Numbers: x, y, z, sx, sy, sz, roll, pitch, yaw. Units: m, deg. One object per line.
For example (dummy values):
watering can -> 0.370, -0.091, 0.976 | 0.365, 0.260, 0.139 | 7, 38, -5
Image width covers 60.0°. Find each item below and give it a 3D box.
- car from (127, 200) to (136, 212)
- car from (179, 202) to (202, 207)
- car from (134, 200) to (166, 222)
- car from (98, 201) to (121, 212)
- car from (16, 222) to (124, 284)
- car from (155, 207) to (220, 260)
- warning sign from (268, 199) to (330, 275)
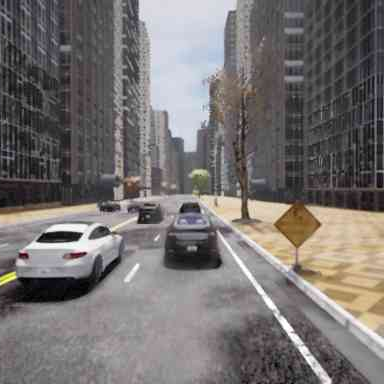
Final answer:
car -> -6.932, 1.739, 42.128 | 2.033, 1.411, 5.357 | 0, 0, 0
car -> -0.147, 1.591, 29.581 | 1.882, 1.535, 5.008 | 0, 0, 0
car -> -3.386, 1.627, 28.003 | 1.837, 1.490, 4.892 | 0, 0, 0
car -> -10.174, 1.804, 41.456 | 1.895, 1.301, 4.718 | 0, 0, 0
car -> -3.246, 1.577, 9.598 | 1.812, 1.442, 4.674 | 0, 0, 0
car -> -0.011, 1.540, 12.696 | 2.128, 1.511, 4.902 | 0, 0, 0
warning sign -> 2.799, 1.137, 8.857 | 1.300, 1.860, 1.060 | 1, 1, 0
